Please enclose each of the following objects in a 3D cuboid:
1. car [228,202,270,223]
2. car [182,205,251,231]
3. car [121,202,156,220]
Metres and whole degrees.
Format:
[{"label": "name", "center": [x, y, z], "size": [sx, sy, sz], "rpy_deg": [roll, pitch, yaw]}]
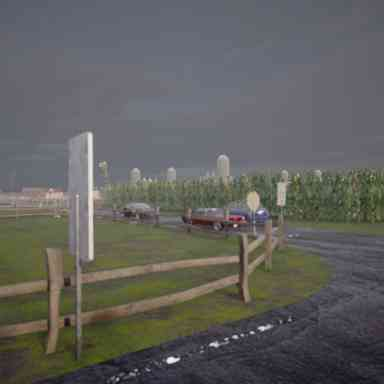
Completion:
[{"label": "car", "center": [3.338, 1.470, 24.005], "size": [2.097, 1.767, 4.553], "rpy_deg": [0, 0, -35]}, {"label": "car", "center": [1.341, 1.733, 21.806], "size": [1.895, 1.301, 4.718], "rpy_deg": [0, 0, -36]}, {"label": "car", "center": [-4.821, 1.696, 30.453], "size": [1.882, 1.535, 5.008], "rpy_deg": [0, 0, -35]}]
